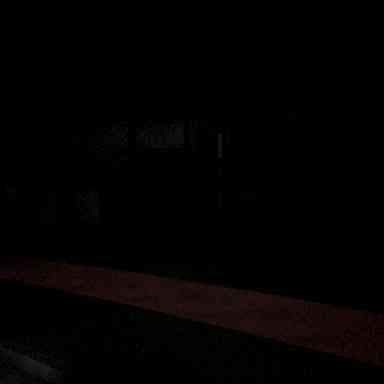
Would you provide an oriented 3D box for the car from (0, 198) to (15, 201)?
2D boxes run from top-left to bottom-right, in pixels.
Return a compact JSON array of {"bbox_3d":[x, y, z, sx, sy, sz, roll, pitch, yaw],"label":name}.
[{"bbox_3d":[-18.196,1.348,31.341,1.837,1.490,4.892,0,0,23],"label":"car"}]
